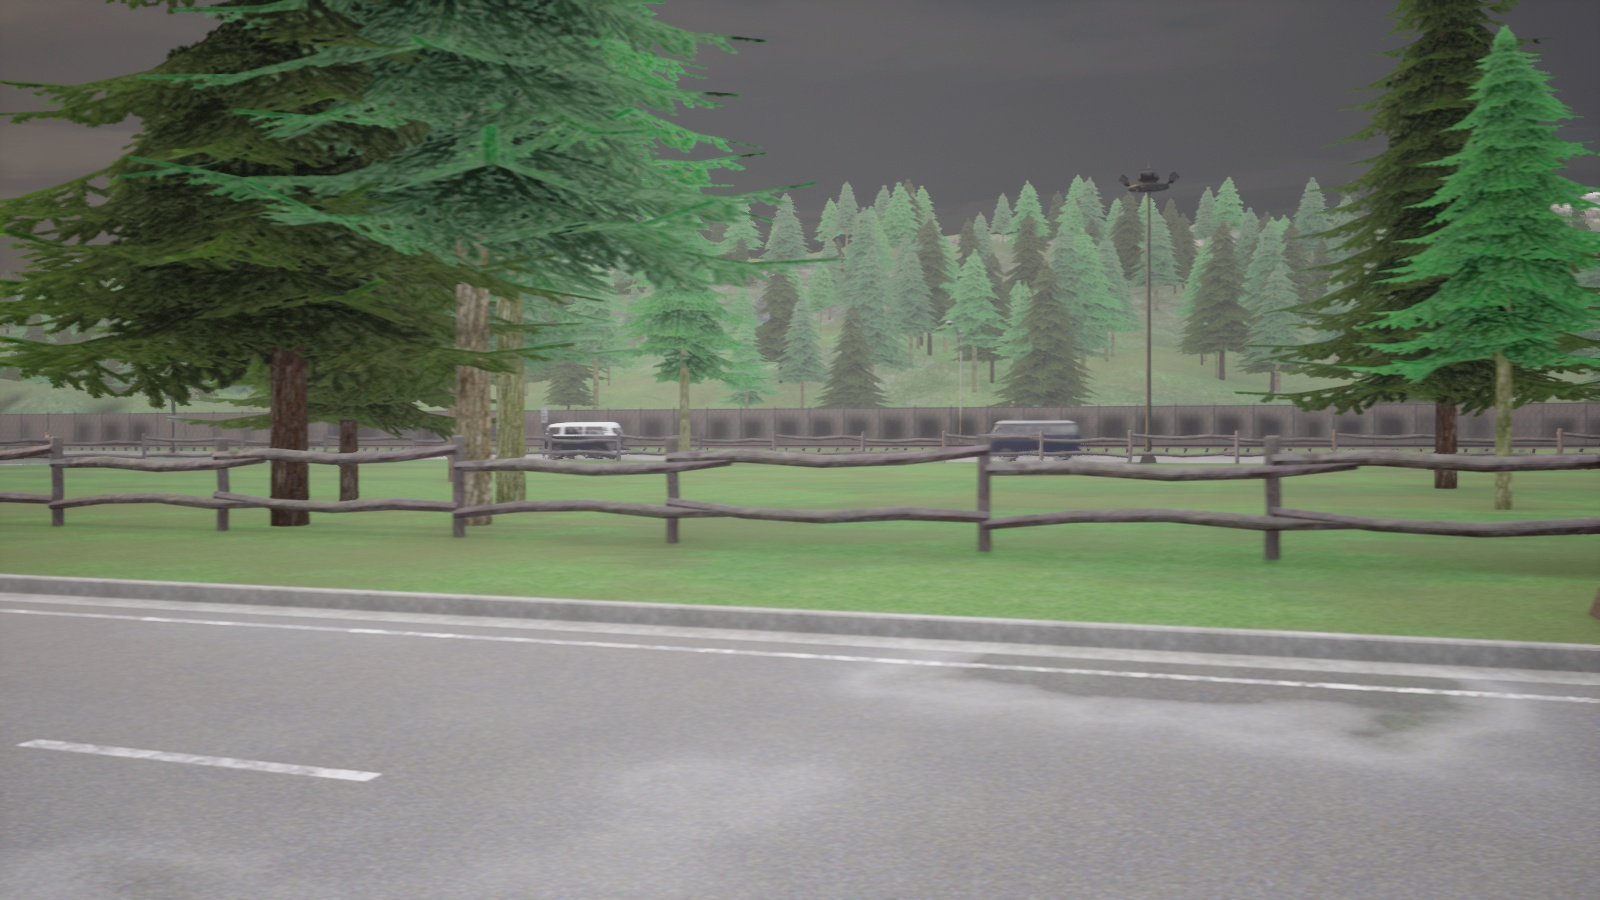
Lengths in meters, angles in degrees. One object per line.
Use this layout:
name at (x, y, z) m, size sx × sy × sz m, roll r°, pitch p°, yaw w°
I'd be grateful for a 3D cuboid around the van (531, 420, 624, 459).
van at (-12.008, -0.580, 67.805) m, size 4.480 × 2.038 × 2.069 m, roll 1°, pitch 1°, yaw 18°

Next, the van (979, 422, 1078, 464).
van at (10.942, -0.344, 60.165) m, size 4.442 × 1.987 × 1.775 m, roll 0°, pitch 1°, yaw 18°
